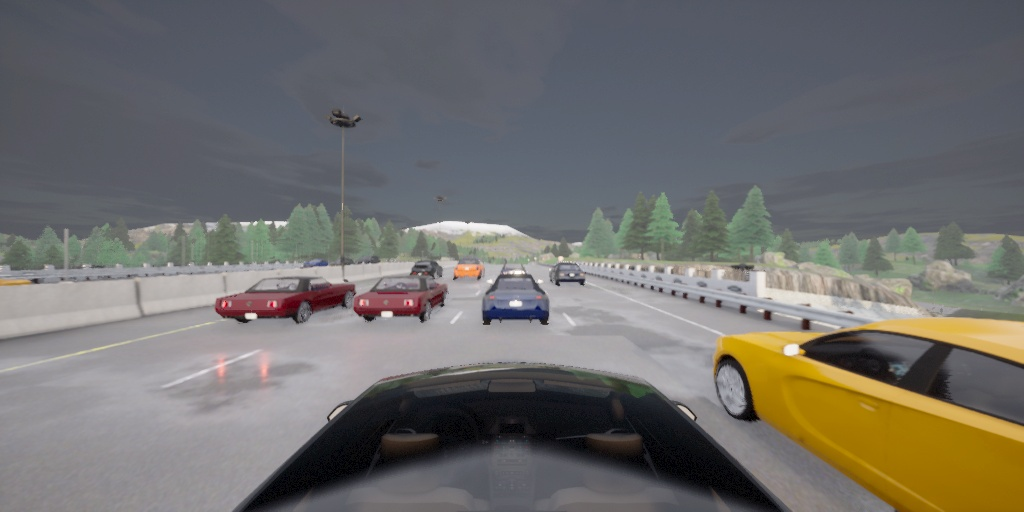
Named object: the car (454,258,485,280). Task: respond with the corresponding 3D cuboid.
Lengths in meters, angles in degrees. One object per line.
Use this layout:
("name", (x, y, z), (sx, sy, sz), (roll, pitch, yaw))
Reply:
("car", (-3.394, 0.953, 29.081), (2.097, 1.767, 4.553), (0, 0, 0))

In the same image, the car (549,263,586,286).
("car", (3.605, 1.168, 24.000), (2.033, 1.411, 5.357), (0, 0, 0))

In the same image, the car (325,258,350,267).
("car", (-24.543, 1.042, 51.954), (2.097, 1.767, 4.553), (0, -1, 0))

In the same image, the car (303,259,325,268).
("car", (-28.037, 1.166, 51.823), (1.882, 1.535, 5.008), (0, 0, 1))

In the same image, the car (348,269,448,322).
("car", (-3.397, 1.292, 11.985), (1.895, 1.301, 4.718), (0, 0, 0))

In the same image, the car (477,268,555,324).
("car", (0.102, 1.256, 11.741), (1.994, 1.385, 4.181), (0, 0, 0))

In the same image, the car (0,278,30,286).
("car", (-17.598, 1.179, 10.273), (1.882, 1.535, 5.008), (0, 0, 0))

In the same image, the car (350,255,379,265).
("car", (-21.040, 0.913, 52.415), (2.150, 2.045, 5.566), (0, 0, 1))

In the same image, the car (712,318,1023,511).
("car", (3.592, 1.221, 2.764), (1.882, 1.535, 5.008), (0, 0, 0))

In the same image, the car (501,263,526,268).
("car", (0.106, 1.206, 27.593), (1.895, 1.301, 4.718), (0, 0, 0))

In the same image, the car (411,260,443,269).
("car", (-6.895, 1.105, 29.395), (1.837, 1.490, 4.892), (0, 0, 0))

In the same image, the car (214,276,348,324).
("car", (-6.898, 1.293, 11.710), (1.895, 1.301, 4.718), (0, 0, 0))

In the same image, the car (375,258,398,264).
("car", (-17.546, 1.288, 51.798), (1.895, 1.301, 4.718), (0, -1, 0))
